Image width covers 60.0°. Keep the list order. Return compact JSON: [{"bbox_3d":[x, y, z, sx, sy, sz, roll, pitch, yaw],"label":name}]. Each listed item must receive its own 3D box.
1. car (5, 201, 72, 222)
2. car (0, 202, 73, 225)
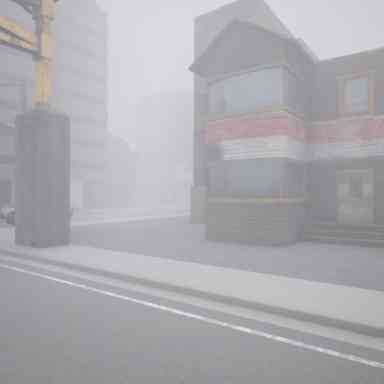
[{"bbox_3d":[-10.679,1.295,23.547,1.853,1.218,4.536,0,0,15],"label":"car"},{"bbox_3d":[-10.693,1.453,23.497,2.038,1.542,4.974,0,0,15],"label":"car"}]
